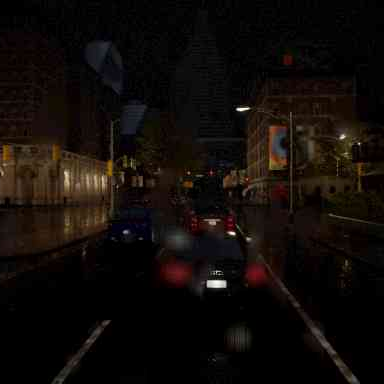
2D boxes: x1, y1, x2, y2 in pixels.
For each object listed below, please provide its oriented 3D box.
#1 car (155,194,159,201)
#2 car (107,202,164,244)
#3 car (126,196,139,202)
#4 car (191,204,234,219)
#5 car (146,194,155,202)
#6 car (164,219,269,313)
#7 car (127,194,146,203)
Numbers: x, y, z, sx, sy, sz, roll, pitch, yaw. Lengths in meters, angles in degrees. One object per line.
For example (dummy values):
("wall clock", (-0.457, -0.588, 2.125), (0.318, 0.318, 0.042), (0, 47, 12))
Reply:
("car", (-9.942, 1.355, 86.444), (2.097, 1.767, 4.553), (0, 0, 3))
("car", (-2.525, 1.478, 16.004), (1.882, 1.535, 5.008), (0, 0, 4))
("car", (-13.743, 1.595, 77.304), (1.895, 1.301, 4.718), (0, 0, 3))
("car", (1.002, 1.352, 16.402), (2.097, 1.767, 4.553), (0, 0, 3))
("car", (-10.554, 1.355, 76.202), (2.097, 1.767, 4.553), (0, 0, 3))
("car", (0.521, 1.564, 7.772), (1.994, 1.385, 4.181), (0, 0, 3))
("car", (-11.157, 1.505, 66.375), (1.837, 1.490, 4.892), (0, 0, 4))
